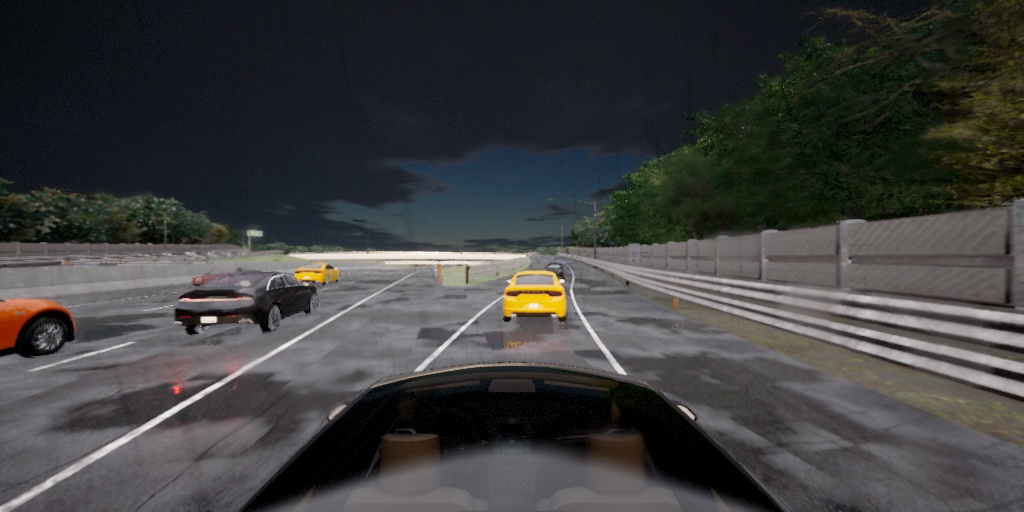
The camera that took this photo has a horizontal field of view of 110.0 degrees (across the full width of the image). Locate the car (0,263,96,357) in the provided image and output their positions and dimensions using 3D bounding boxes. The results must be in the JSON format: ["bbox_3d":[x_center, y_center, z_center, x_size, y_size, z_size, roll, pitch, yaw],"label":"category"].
[{"bbox_3d":[-9.715,1.053,5.383,2.097,1.767,4.553,0,0,-11],"label":"car"}]

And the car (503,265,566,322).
[{"bbox_3d":[0.820,1.250,12.516,1.882,1.535,5.008,0,0,5],"label":"car"}]

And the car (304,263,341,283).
[{"bbox_3d":[-13.713,1.243,25.542,1.882,1.535,5.008,0,0,-11],"label":"car"}]

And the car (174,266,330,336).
[{"bbox_3d":[-7.242,1.207,10.382,2.128,1.511,4.902,0,0,-11],"label":"car"}]

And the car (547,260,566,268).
[{"bbox_3d":[3.817,1.359,32.348,1.812,1.442,4.674,0,0,10],"label":"car"}]

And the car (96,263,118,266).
[{"bbox_3d":[-36.451,1.307,31.335,2.033,1.411,5.357,0,-1,-11],"label":"car"}]

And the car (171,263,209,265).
[{"bbox_3d":[-29.410,1.345,31.773,1.994,1.385,4.181,0,-1,-11],"label":"car"}]

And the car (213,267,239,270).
[{"bbox_3d":[-16.450,1.327,21.347,1.895,1.301,4.718,0,0,-11],"label":"car"}]
